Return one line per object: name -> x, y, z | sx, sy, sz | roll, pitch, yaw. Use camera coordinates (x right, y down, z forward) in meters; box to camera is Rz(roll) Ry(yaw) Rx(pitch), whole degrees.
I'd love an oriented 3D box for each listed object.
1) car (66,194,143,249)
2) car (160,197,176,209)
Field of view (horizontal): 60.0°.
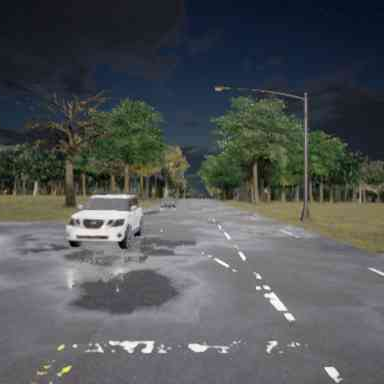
car -> -3.459, 1.099, 14.344 | 2.150, 2.045, 5.566 | 1, 0, 0
car -> -3.455, 1.512, 48.923 | 2.097, 1.767, 4.553 | 0, 0, 0
